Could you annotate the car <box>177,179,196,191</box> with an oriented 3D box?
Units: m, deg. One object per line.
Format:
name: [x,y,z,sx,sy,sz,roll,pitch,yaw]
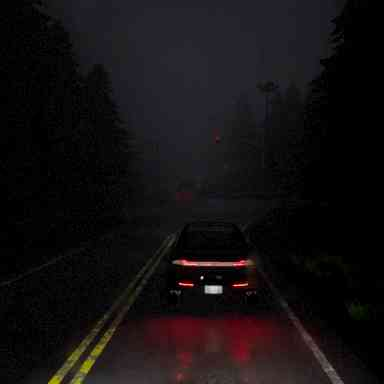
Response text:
car: [-0.701,-1.070,45.225,1.812,1.442,4.674,1,9,14]

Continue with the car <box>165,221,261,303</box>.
car: [0.448,1.466,8.175,2.128,1.511,4.902,0,0,2]
